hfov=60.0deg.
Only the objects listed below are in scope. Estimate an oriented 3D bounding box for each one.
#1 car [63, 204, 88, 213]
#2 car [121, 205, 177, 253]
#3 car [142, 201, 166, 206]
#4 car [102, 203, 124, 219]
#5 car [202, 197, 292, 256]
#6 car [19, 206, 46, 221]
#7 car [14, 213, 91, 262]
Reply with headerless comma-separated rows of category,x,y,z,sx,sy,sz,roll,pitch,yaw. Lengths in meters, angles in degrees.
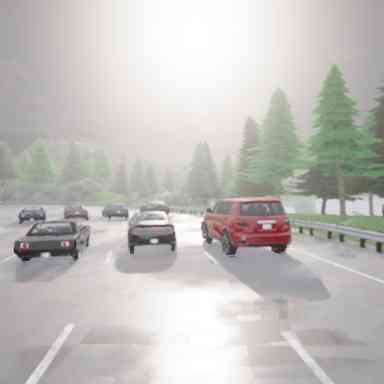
car,-10.738,1.795,30.663,1.994,1.385,4.181,-1,0,-23
car,-1.825,1.554,14.258,2.128,1.511,4.902,-1,0,-11
car,-3.580,1.638,31.663,1.837,1.490,4.892,-1,0,-23
car,-7.276,1.748,31.429,1.994,1.385,4.181,-1,0,-23
car,1.940,1.229,13.437,2.150,2.045,5.566,-1,0,-11
car,-13.280,1.861,27.895,1.895,1.301,4.718,-1,0,-23
car,-5.015,1.705,12.644,1.895,1.301,4.718,-1,0,-11
